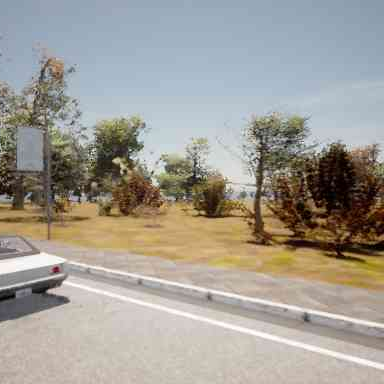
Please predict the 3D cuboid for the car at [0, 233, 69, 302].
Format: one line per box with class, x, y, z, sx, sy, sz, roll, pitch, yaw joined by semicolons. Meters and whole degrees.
car;-4.955;1.602;7.525;4.718;1.301;1.895;0;0;35
